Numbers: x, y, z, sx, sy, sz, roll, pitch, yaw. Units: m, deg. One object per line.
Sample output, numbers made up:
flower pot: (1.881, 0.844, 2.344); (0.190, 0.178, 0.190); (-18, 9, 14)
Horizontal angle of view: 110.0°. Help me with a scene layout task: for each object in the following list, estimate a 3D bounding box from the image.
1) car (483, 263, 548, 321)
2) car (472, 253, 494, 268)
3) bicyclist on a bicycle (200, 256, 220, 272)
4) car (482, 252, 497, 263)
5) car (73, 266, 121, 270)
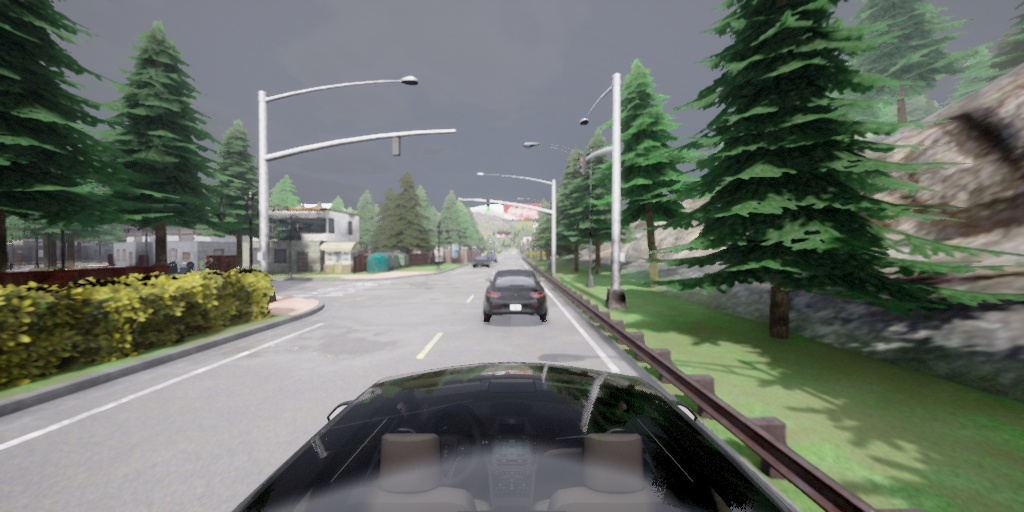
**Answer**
car: (0.100, 1.124, 11.593); (1.812, 1.442, 4.674); (0, 1, 0)
car: (-3.565, 0.675, 42.469); (2.033, 1.411, 5.357); (0, 1, 0)
bicyclist on a bicycle: (-23.119, 0.814, 27.446); (0.582, 1.620, 1.656); (0, 1, 7)
car: (-3.526, 0.232, 58.625); (2.097, 1.767, 4.553); (0, 1, 0)
car: (-22.830, 1.226, 20.122); (4.718, 1.301, 1.895); (0, 1, 7)
